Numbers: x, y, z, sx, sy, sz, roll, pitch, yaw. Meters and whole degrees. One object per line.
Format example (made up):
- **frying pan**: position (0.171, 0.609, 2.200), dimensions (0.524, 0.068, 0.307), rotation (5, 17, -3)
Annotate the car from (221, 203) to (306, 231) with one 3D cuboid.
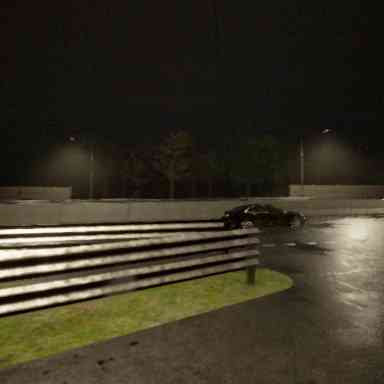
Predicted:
- **car**: position (4.106, 1.422, 19.032), dimensions (4.892, 1.490, 1.837), rotation (0, 0, -13)
